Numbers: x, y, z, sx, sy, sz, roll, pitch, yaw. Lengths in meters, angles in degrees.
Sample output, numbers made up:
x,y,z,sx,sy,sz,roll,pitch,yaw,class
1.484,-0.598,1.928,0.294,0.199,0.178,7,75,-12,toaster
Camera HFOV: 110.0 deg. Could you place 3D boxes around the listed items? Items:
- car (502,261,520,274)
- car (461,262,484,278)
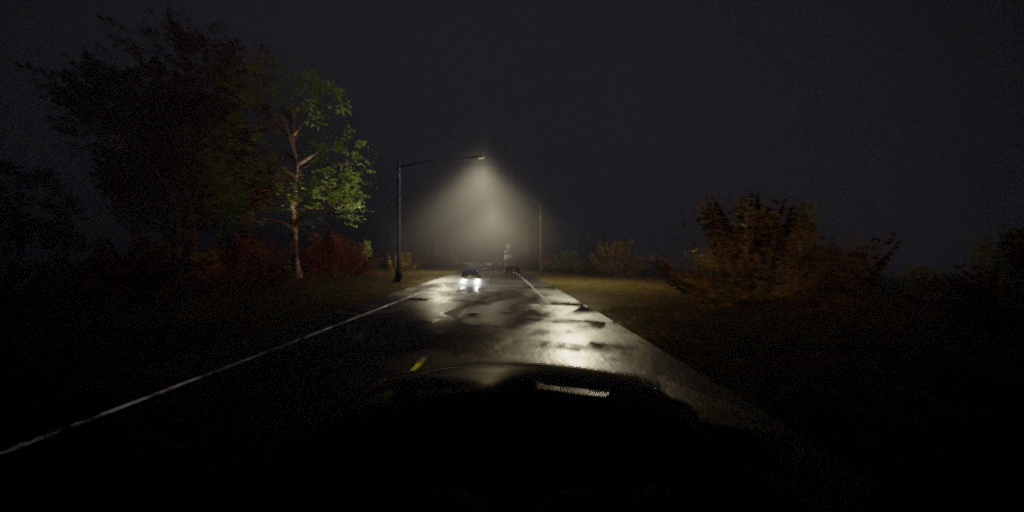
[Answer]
x,y,z,sx,sy,sz,roll,pitch,yaw,class
-0.003,1.611,49.426,1.882,1.535,5.008,0,0,-3,car
-4.335,1.660,38.576,1.895,1.301,4.718,0,0,-2,car
